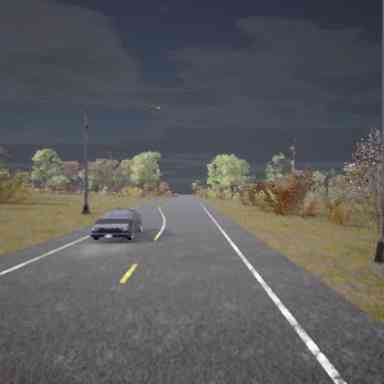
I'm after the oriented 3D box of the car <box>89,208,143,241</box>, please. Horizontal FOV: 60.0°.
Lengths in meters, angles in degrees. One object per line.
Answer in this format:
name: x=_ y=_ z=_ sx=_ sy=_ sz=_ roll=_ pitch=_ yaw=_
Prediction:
car: x=-3.663 y=1.553 z=17.149 sx=2.033 sy=1.411 sz=5.357 roll=0 pitch=0 yaw=-1
